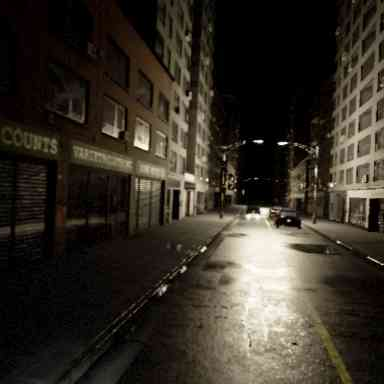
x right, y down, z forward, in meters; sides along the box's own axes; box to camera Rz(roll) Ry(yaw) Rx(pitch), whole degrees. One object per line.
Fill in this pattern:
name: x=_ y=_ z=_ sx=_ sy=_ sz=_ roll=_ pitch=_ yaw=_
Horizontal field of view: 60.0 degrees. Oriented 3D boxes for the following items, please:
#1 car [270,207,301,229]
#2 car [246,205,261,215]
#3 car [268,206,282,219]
car: x=7.931 y=2.251 z=27.845 sx=1.994 sy=1.385 sz=4.181 roll=3 pitch=-1 yaw=11
car: x=8.579 y=2.497 z=46.475 sx=1.994 sy=1.385 sz=4.181 roll=3 pitch=-1 yaw=11
car: x=10.102 y=2.420 z=39.509 sx=2.128 sy=1.511 sz=4.902 roll=3 pitch=-1 yaw=11
